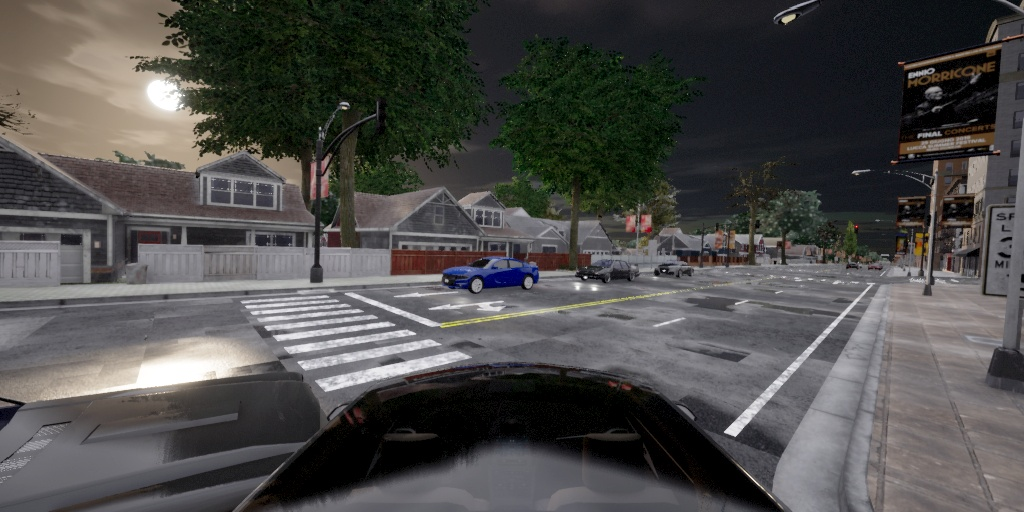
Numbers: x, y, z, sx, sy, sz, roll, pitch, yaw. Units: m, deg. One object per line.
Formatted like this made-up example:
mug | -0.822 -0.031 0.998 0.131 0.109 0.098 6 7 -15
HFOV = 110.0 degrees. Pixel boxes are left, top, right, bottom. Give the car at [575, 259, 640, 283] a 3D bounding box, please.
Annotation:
car | 6.391 0.927 23.425 5.357 1.411 2.033 1 2 -43

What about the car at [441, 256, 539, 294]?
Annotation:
car | -0.882 0.778 16.618 5.008 1.535 1.882 1 2 -43

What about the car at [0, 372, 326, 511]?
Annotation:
car | -3.317 1.273 1.469 4.718 1.301 1.895 1 2 -33

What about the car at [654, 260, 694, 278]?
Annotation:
car | 13.695 1.027 30.233 4.181 1.385 1.994 1 2 -43
